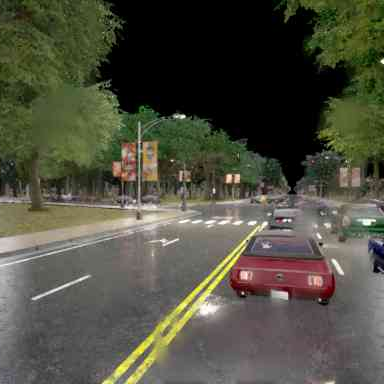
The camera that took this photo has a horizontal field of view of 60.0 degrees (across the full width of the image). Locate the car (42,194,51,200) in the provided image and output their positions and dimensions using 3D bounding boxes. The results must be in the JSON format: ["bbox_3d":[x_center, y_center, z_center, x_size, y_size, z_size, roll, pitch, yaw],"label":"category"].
[{"bbox_3d":[-37.116,1.219,85.216,4.674,1.442,1.812,0,0,40],"label":"car"}]

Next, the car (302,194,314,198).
[{"bbox_3d":[22.831,1.564,64.173,1.994,1.385,4.181,0,0,17],"label":"car"}]

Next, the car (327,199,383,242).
[{"bbox_3d":[8.055,1.350,16.197,2.097,1.767,4.553,0,0,17],"label":"car"}]

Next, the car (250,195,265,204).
[{"bbox_3d":[12.317,1.547,63.633,2.033,1.411,5.357,0,0,18],"label":"car"}]

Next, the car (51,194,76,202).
[{"bbox_3d":[-26.168,1.295,67.500,4.674,1.442,1.812,0,0,40],"label":"car"}]

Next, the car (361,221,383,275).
[{"bbox_3d":[5.455,1.600,7.593,1.895,1.301,4.718,0,0,17],"label":"car"}]

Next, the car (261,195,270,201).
[{"bbox_3d":[18.285,1.526,82.887,1.812,1.442,4.674,0,0,17],"label":"car"}]

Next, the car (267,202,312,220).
[{"bbox_3d":[4.920,1.503,17.065,1.837,1.490,4.892,0,0,17],"label":"car"}]

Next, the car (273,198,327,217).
[{"bbox_3d":[10.176,1.524,30.286,4.892,1.490,1.837,1,-1,-21],"label":"car"}]

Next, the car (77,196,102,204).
[{"bbox_3d":[-18.418,1.418,60.909,4.718,1.301,1.895,0,0,41],"label":"car"}]

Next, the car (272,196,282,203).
[{"bbox_3d":[18.455,1.596,72.396,1.895,1.301,4.718,0,0,17],"label":"car"}]

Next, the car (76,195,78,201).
[{"bbox_3d":[-25.382,1.358,71.091,4.718,1.301,1.895,0,0,40],"label":"car"}]

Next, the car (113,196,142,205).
[{"bbox_3d":[-10.982,1.356,54.636,4.902,1.511,2.128,0,0,41],"label":"car"}]

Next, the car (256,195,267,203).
[{"bbox_3d":[15.263,1.479,73.076,1.882,1.535,5.008,0,0,17],"label":"car"}]

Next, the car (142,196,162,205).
[{"bbox_3d":[-7.232,1.365,55.935,4.902,1.511,2.128,0,0,40],"label":"car"}]

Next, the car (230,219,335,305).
[{"bbox_3d":[2.247,1.600,8.200,1.895,1.301,4.718,0,0,17],"label":"car"}]

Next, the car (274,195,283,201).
[{"bbox_3d":[21.506,1.480,82.308,1.882,1.535,5.008,0,0,17],"label":"car"}]

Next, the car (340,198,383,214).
[{"bbox_3d":[19.646,1.546,37.804,4.892,1.490,1.837,1,2,44],"label":"car"}]

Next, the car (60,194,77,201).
[{"bbox_3d":[-29.259,1.255,78.600,4.674,1.442,1.812,0,0,40],"label":"car"}]

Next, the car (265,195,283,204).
[{"bbox_3d":[15.392,1.547,62.591,2.033,1.411,5.357,0,0,18],"label":"car"}]
